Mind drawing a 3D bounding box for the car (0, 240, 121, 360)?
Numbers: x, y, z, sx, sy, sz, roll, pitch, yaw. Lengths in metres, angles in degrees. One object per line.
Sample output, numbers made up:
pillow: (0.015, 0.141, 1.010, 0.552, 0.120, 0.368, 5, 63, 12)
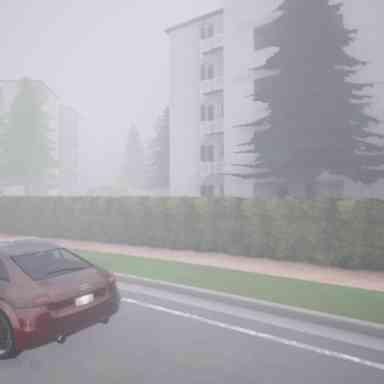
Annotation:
car: (-3.312, 1.582, 6.004, 4.181, 1.385, 1.994, 0, 0, 31)
